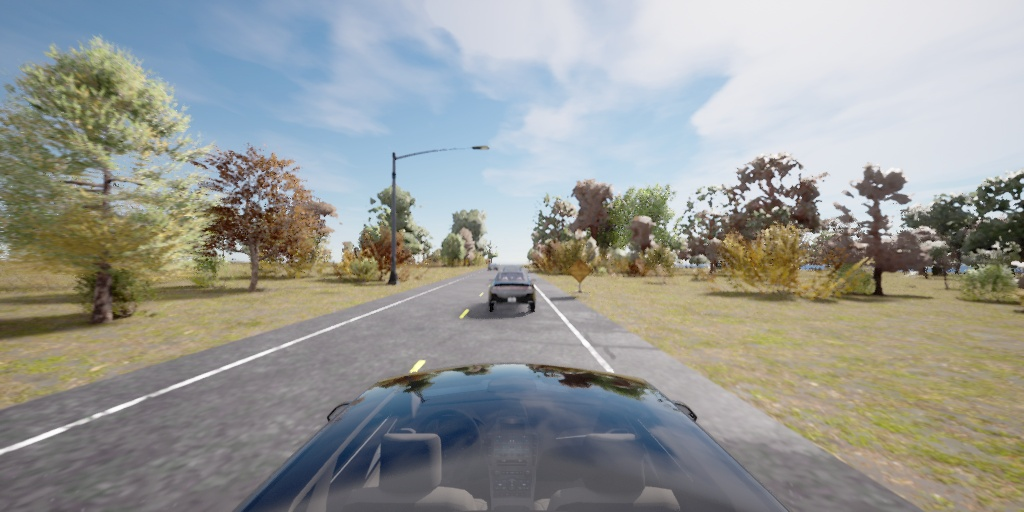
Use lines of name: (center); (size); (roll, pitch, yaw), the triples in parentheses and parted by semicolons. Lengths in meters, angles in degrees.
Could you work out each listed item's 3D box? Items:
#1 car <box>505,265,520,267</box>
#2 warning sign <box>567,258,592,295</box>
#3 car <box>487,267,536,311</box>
car: (0.021, 1.557, 31.107); (1.882, 1.535, 5.008); (0, 0, 0)
warning sign: (3.549, 1.054, 18.709); (1.300, 1.860, 1.060); (0, 0, 0)
car: (0.015, 1.394, 15.355); (2.128, 1.511, 4.902); (0, 0, 0)
